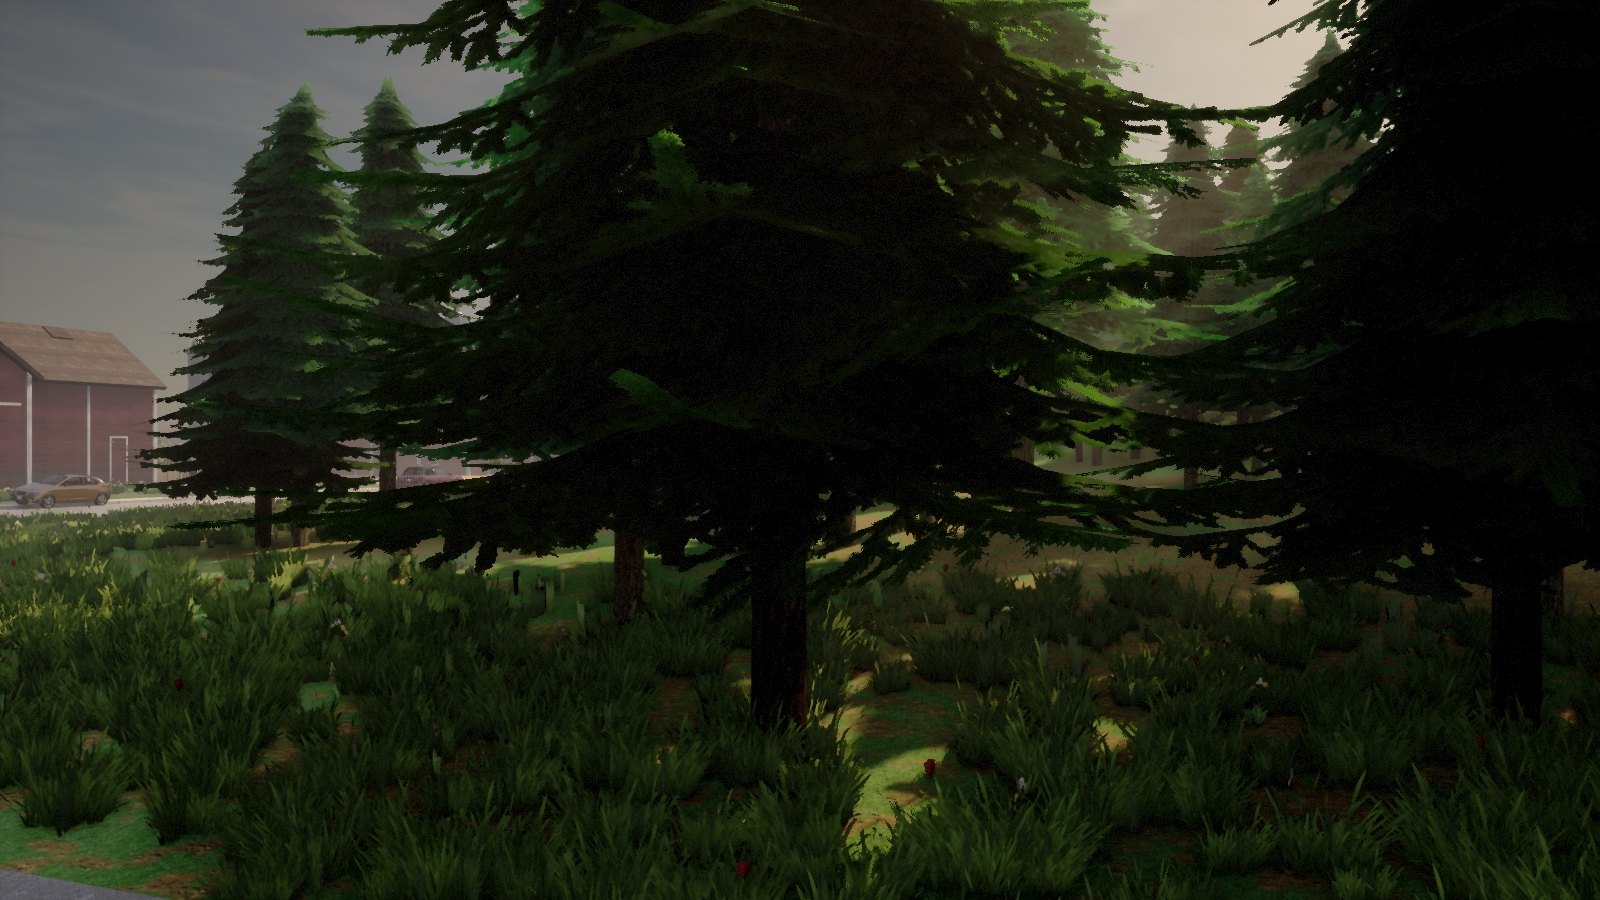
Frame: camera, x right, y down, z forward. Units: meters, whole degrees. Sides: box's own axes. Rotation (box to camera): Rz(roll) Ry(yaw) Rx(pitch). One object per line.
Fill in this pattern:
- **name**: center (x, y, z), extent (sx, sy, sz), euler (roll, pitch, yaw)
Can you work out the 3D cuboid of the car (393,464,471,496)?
- **car**: center (-22.089, 1.766, 68.820), extent (2.097, 1.767, 4.553), euler (0, 0, 20)
